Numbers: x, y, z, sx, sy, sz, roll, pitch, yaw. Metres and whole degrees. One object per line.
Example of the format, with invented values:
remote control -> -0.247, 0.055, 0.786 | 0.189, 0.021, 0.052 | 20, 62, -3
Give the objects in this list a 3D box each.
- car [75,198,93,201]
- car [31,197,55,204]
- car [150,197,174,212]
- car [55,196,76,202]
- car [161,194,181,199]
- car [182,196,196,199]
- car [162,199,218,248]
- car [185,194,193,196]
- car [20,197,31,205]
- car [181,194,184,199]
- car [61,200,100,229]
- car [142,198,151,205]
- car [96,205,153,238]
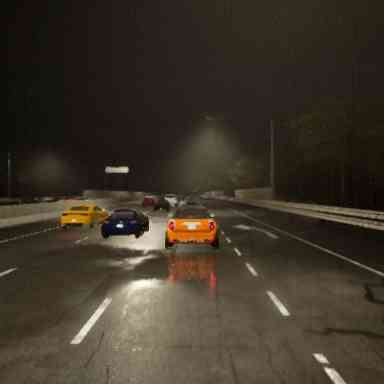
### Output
car -> -17.589, 1.766, 56.284 | 1.994, 1.385, 4.181 | 0, 0, 0
car -> -24.578, 1.697, 56.216 | 2.128, 1.511, 4.902 | 0, 0, 0
car -> -3.541, 1.638, 40.175 | 1.837, 1.490, 4.892 | 0, 0, 0
car -> -21.076, 1.564, 56.941 | 2.097, 1.767, 4.553 | 0, 0, 0
car -> -3.563, 1.417, 57.225 | 2.150, 2.045, 5.566 | 0, 0, 0
car -> -0.054, 1.710, 49.134 | 2.033, 1.411, 5.357 | 0, 0, 0
car -> -0.010, 1.394, 15.105 | 2.097, 1.767, 4.553 | 0, 0, 0
car -> -0.085, 1.795, 76.167 | 2.128, 1.511, 4.902 | 0, 0, 0
car -> -28.069, 1.722, 57.859 | 1.837, 1.490, 4.892 | 0, 0, 0
car -> -3.582, 1.788, 74.182 | 2.128, 1.511, 4.902 | 0, 0, 0
car -> -7.020, 1.548, 22.203 | 1.882, 1.535, 5.008 | 0, 0, 0
car -> -7.060, 1.667, 55.187 | 1.882, 1.535, 5.008 | 0, 0, 0
car -> -3.514, 1.618, 18.169 | 1.994, 1.385, 4.181 | 0, 0, 0
